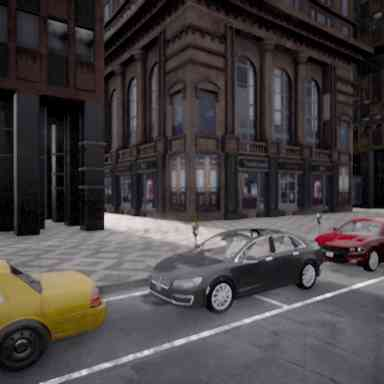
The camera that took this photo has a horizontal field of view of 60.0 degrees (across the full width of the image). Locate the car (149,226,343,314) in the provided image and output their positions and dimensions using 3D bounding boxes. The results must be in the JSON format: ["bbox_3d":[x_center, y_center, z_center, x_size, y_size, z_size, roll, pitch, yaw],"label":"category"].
[{"bbox_3d":[1.158,1.538,7.464,4.403,1.369,2.008,0,0,-35],"label":"car"}]

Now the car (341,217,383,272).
[{"bbox_3d":[5.732,1.519,10.716,4.507,1.381,1.887,0,0,-35],"label":"car"}]

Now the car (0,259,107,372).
[{"bbox_3d":[-3.564,1.527,4.106,4.829,1.417,1.752,0,0,-35],"label":"car"}]
